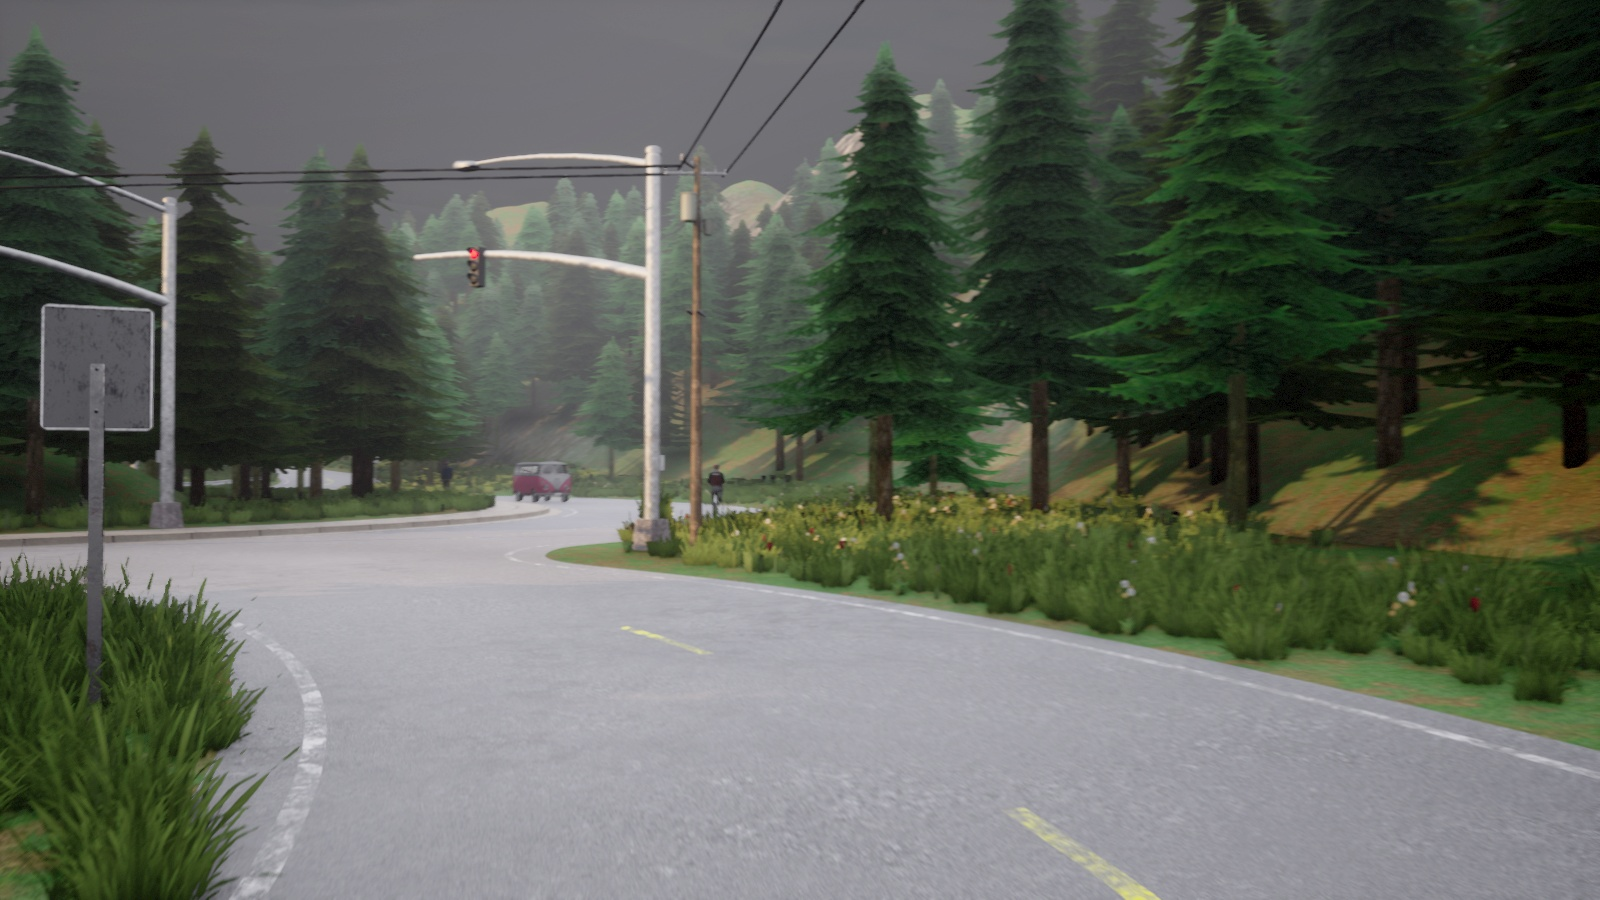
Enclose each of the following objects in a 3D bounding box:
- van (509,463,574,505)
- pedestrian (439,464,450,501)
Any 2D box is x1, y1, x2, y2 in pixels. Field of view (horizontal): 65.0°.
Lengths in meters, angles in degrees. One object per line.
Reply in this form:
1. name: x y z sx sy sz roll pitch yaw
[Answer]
1. van: -12.613 1.640 61.096 1.775 1.987 4.442 0 -1 -30
2. pedestrian: -17.557 1.594 62.047 0.402 1.842 0.726 0 -1 -27
